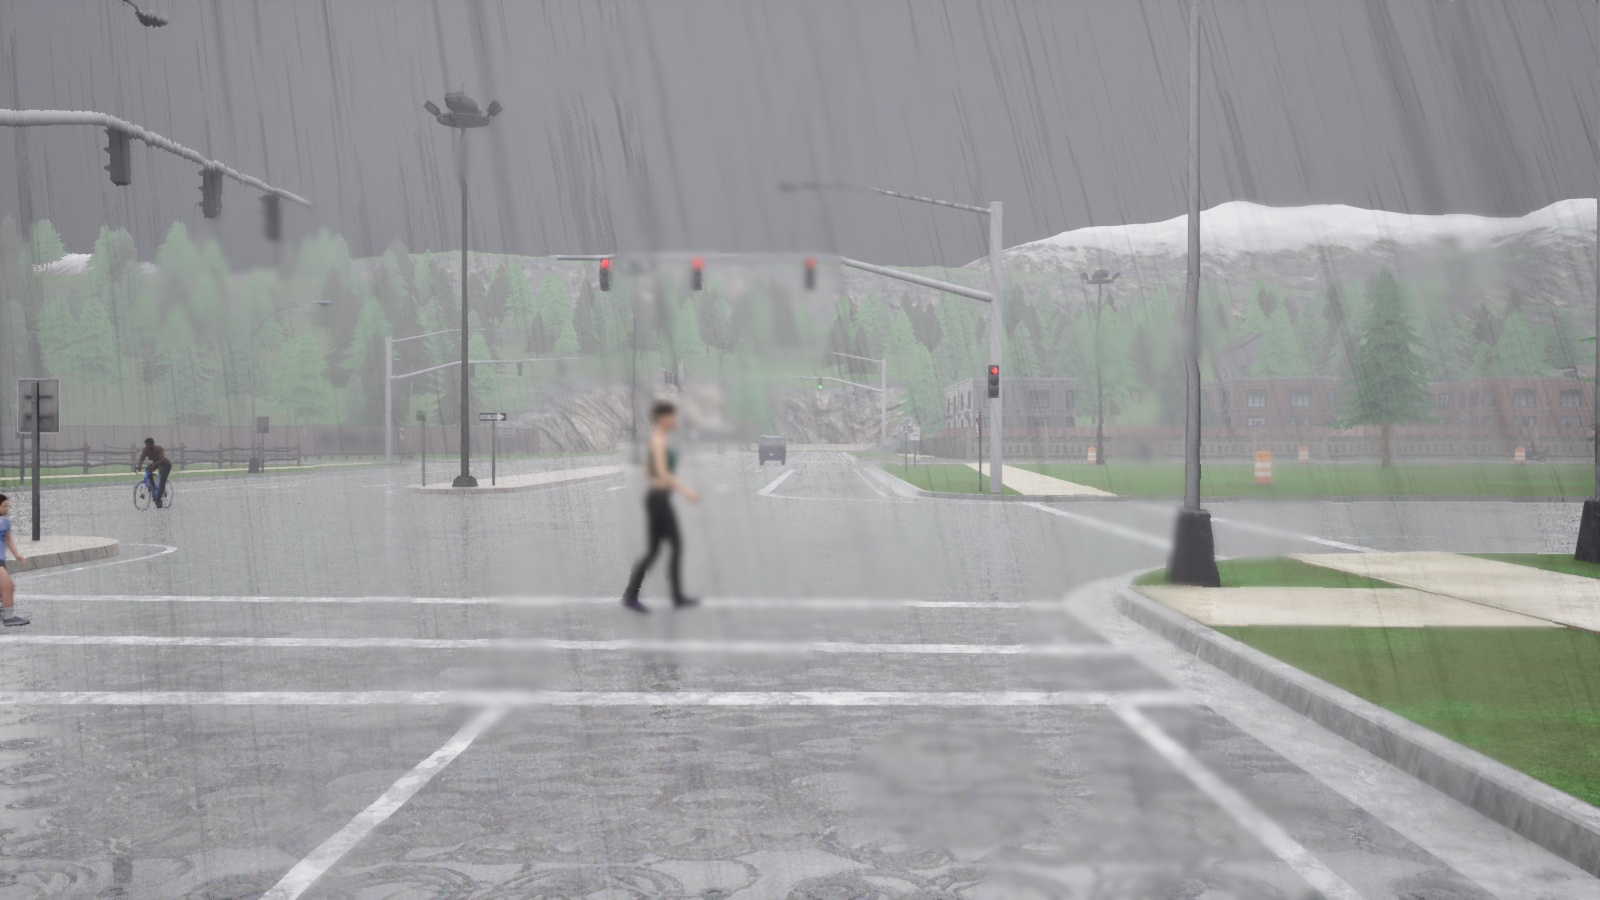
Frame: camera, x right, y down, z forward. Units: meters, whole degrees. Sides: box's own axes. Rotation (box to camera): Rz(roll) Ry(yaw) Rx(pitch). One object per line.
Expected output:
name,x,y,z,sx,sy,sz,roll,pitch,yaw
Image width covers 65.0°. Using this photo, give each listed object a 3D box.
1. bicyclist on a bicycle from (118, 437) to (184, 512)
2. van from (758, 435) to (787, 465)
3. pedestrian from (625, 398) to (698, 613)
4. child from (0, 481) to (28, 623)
bicyclist on a bicycle,-14.543,0.529,28.174,0.582,1.620,1.656,0,1,1
van,-1.841,0.013,85.878,1.775,1.987,4.442,0,0,1
pedestrian,-1.195,0.473,10.895,0.594,1.836,0.345,0,0,1
child,-6.440,0.811,10.033,0.394,1.110,0.255,0,0,-4
